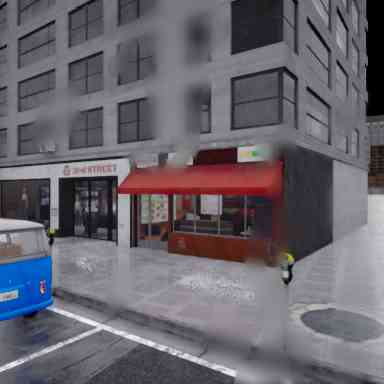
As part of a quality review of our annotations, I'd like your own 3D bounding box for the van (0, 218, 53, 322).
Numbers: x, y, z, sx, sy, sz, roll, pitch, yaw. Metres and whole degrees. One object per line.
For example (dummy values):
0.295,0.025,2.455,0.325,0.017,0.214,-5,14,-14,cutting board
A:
-4.280,1.340,6.130,3.998,1.788,1.690,0,0,35,van
